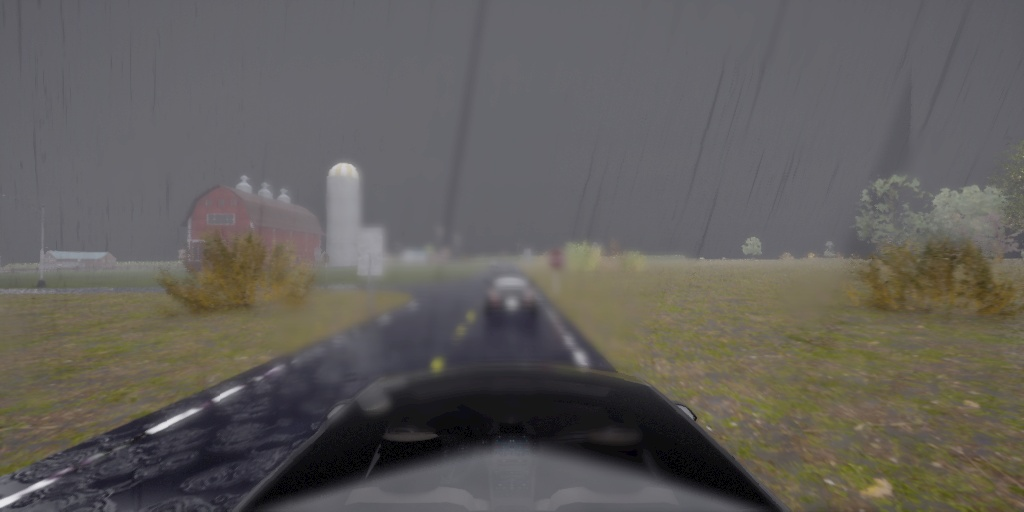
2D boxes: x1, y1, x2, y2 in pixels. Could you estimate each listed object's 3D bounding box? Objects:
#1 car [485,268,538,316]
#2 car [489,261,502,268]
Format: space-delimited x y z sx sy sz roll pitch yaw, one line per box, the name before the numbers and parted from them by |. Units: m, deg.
car | -0.061 1.347 13.620 1.812 1.442 4.674 0 0 -2
car | -2.806 1.640 62.329 1.837 1.490 4.892 0 0 1
